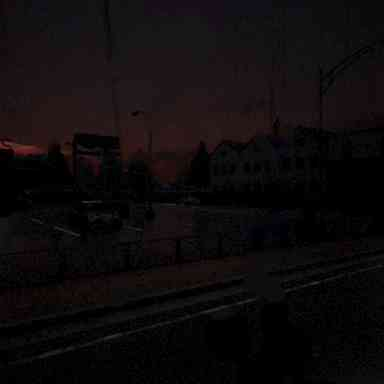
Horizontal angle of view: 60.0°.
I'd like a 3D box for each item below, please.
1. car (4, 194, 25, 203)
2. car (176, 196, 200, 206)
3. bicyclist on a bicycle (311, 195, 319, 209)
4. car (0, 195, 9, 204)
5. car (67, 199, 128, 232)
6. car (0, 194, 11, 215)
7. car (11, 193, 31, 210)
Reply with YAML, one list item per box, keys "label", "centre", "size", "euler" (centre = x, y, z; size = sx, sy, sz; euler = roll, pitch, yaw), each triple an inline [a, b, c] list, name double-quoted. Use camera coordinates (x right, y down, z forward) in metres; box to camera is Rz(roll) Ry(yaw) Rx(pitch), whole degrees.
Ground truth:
- label: "car"
  centre: [-38.980, 1.325, 73.235]
  size: [3.866, 1.878, 1.905]
  euler: [0, 0, -36]
- label: "car"
  centre: [-0.643, 1.342, 50.228]
  size: [1.812, 1.442, 4.674]
  euler: [0, 0, -36]
- label: "bicyclist on a bicycle"
  centre: [13.668, 1.116, 36.852]
  size: [1.656, 1.620, 0.582]
  euler: [0, 0, -36]
- label: "car"
  centre: [-39.204, 1.493, 66.106]
  size: [4.611, 1.667, 2.242]
  euler: [0, 0, -36]
- label: "car"
  centre: [-5.302, 1.246, 17.903]
  size: [1.970, 1.475, 3.806]
  euler: [0, 0, -36]
- label: "car"
  centre: [-17.911, 1.112, 29.853]
  size: [1.932, 1.855, 4.605]
  euler: [0, 0, -36]
- label: "car"
  centre: [-19.828, 1.090, 38.162]
  size: [1.905, 1.878, 3.866]
  euler: [0, 0, -36]
